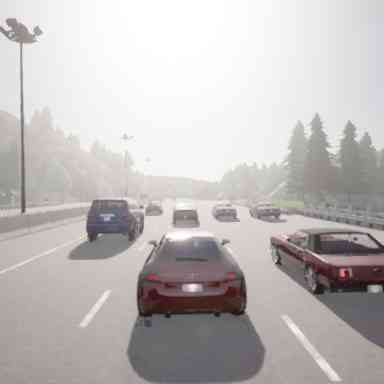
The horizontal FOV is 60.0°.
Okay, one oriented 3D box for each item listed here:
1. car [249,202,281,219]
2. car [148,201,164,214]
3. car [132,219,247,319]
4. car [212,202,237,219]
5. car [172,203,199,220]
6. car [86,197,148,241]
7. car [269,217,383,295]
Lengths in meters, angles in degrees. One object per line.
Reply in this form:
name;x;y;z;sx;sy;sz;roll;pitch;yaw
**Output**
car;6.393;1.614;29.606;2.033;1.411;5.357;-1;-1;-1
car;-4.347;1.803;39.012;2.033;1.411;5.357;-1;-1;-1
car;-0.045;1.555;7.483;1.994;1.385;4.181;-1;0;-1
car;2.880;1.655;30.197;2.033;1.411;5.357;-1;0;-1
car;-0.513;1.597;25.865;2.128;1.511;4.902;-1;0;-1
car;-3.800;1.292;17.267;2.150;2.045;5.566;-1;0;-2
car;3.429;1.560;8.543;1.895;1.301;4.718;-1;0;-1
